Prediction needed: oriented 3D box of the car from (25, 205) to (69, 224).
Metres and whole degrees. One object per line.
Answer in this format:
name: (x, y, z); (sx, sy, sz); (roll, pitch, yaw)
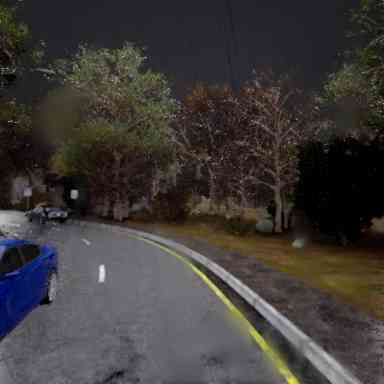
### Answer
car: (-12.126, 1.819, 27.712); (2.033, 1.411, 5.357); (1, 0, -44)

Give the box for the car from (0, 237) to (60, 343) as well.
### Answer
car: (-3.667, 1.554, 5.447); (1.882, 1.535, 5.008); (0, -1, -7)
